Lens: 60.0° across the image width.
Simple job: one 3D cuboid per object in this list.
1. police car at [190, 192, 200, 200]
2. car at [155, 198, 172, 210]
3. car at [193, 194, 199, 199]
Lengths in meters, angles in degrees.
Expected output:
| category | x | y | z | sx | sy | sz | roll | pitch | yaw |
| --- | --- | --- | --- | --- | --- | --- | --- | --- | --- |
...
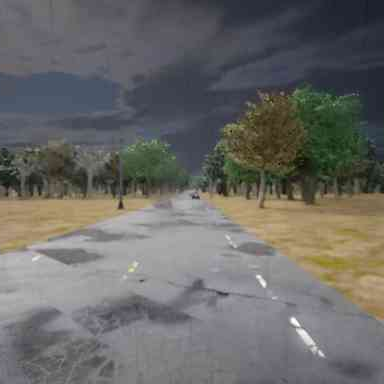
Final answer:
| category | x | y | z | sx | sy | sz | roll | pitch | yaw |
| --- | --- | --- | --- | --- | --- | --- | --- | --- | --- |
| police car | 1.067 | 1.207 | 85.687 | 1.930 | 1.638 | 5.238 | 0 | 0 | 0 |
| car | -3.576 | 1.485 | 42.341 | 1.994 | 1.385 | 4.181 | 0 | 0 | 0 |
| car | 1.070 | 1.246 | 95.580 | 1.837 | 1.490 | 4.892 | 0 | 0 | 0 |
